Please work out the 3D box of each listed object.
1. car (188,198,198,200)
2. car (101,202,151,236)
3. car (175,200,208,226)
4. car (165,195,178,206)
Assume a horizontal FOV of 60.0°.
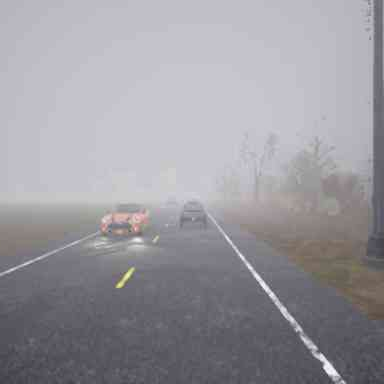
[{"bbox_3d":[0.104,1.593,42.278,1.837,1.490,4.892,0,0,0],"label":"car"},{"bbox_3d":[-3.597,1.399,18.774,2.097,1.767,4.553,0,0,0],"label":"car"},{"bbox_3d":[0.101,1.550,23.841,2.128,1.511,4.902,0,0,0],"label":"car"},{"bbox_3d":[-3.535,1.457,58.586,2.097,1.767,4.553,0,0,1],"label":"car"}]
